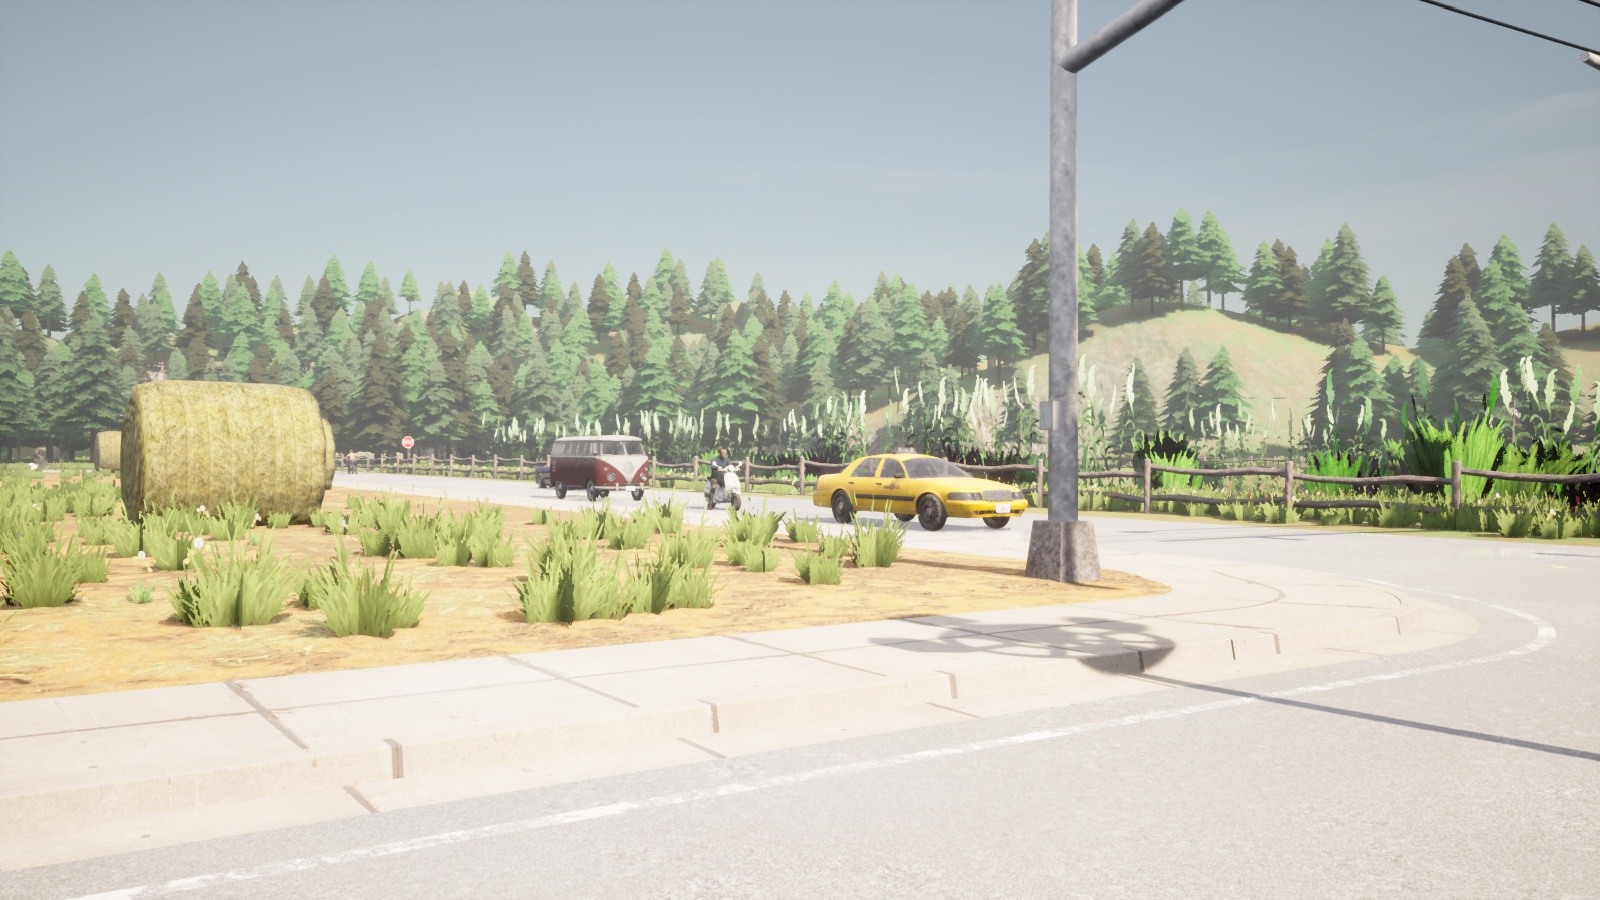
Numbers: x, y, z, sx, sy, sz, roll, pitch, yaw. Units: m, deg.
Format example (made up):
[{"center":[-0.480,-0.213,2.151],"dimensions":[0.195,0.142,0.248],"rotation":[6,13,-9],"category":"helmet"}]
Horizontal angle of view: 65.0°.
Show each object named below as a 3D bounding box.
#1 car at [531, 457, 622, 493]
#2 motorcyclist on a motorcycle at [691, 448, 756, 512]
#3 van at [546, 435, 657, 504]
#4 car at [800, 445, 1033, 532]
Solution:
[{"center":[-8.877,0.950,49.576],"dimensions":[1.895,1.301,4.718],"rotation":[0,0,-32],"category":"car"},{"center":[-1.965,0.746,32.029],"dimensions":[0.866,1.590,1.817],"rotation":[0,0,-32],"category":"motorcyclist on a motorcycle"},{"center":[-6.201,0.571,38.757],"dimensions":[1.775,1.987,4.442],"rotation":[0,0,-32],"category":"van"},{"center":[2.192,0.706,25.414],"dimensions":[1.801,1.575,5.366],"rotation":[0,0,-32],"category":"car"}]
